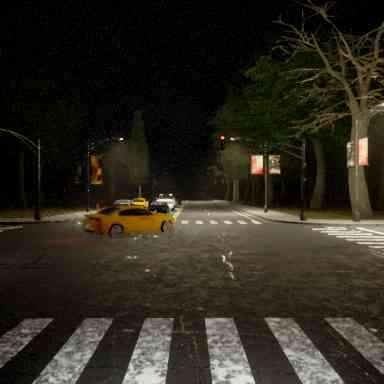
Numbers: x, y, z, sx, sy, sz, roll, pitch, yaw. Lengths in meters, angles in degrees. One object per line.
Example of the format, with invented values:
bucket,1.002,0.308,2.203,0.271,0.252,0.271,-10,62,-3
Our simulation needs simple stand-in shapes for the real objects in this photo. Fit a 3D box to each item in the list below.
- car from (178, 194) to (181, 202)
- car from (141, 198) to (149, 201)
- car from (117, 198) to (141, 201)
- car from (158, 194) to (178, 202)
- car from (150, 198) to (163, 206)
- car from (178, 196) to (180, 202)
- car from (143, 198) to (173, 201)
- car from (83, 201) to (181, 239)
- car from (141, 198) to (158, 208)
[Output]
car,-3.176,1.404,62.468,2.150,2.045,5.566,0,0,1
car,-6.512,1.521,41.111,1.882,1.535,5.008,0,0,0
car,-6.532,1.510,31.612,2.128,1.511,4.902,0,0,0
car,-3.262,1.267,41.606,2.150,2.045,5.566,0,0,0
car,-6.440,1.775,61.215,1.895,1.301,4.718,0,0,0
car,-3.243,1.704,51.857,1.895,1.301,4.718,0,0,0
car,-3.272,1.584,32.249,1.994,1.385,4.181,0,0,1
car,-3.180,1.460,17.515,5.008,1.535,1.882,0,1,-42
car,-6.498,1.662,51.157,1.994,1.385,4.181,0,0,-1
